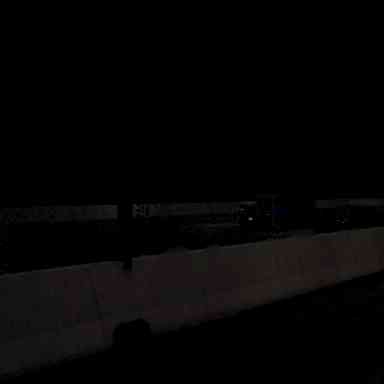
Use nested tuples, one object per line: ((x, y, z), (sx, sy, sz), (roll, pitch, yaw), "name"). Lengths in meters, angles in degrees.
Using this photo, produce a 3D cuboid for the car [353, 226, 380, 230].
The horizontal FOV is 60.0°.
((9.203, 1.468, 19.144), (5.008, 1.535, 1.882), (0, 0, -35), "car")
